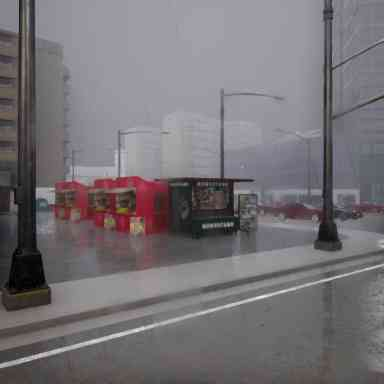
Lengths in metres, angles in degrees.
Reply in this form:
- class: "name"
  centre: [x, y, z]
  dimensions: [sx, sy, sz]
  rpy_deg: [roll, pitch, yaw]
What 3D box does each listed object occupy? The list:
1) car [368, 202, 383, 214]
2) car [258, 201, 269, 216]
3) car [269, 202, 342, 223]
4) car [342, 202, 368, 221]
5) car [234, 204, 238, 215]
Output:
- class: "car"
  centre: [19.191, 1.744, 36.803]
  dimensions: [1.895, 1.301, 4.718]
  rpy_deg: [0, -1, -34]
- class: "car"
  centre: [6.961, 1.689, 35.710]
  dimensions: [1.882, 1.535, 5.008]
  rpy_deg: [0, -1, -36]
- class: "car"
  centre: [9.011, 1.589, 26.889]
  dimensions: [1.882, 1.535, 5.008]
  rpy_deg: [0, -1, -38]
- class: "car"
  centre: [12.238, 1.672, 28.434]
  dimensions: [1.994, 1.385, 4.181]
  rpy_deg: [0, -1, -35]
- class: "car"
  centre: [3.558, 1.750, 34.446]
  dimensions: [1.812, 1.442, 4.674]
  rpy_deg: [0, -1, -36]
